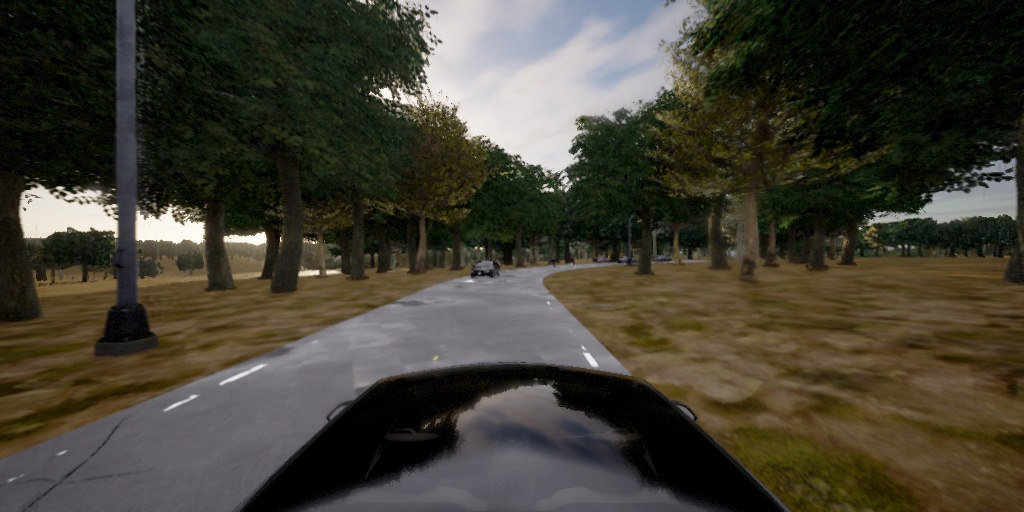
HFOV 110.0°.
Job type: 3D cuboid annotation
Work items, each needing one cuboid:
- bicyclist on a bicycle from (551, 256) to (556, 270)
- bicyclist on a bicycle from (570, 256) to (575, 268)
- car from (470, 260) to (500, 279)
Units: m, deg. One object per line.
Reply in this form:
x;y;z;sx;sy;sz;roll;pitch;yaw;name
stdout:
5.000;0.900;43.021;0.659;1.776;1.843;1;1;20;bicyclist on a bicycle
8.634;0.848;50.853;0.659;1.776;1.843;0;1;29;bicyclist on a bicycle
-2.199;1.105;30.482;1.837;1.490;4.892;0;0;8;car
